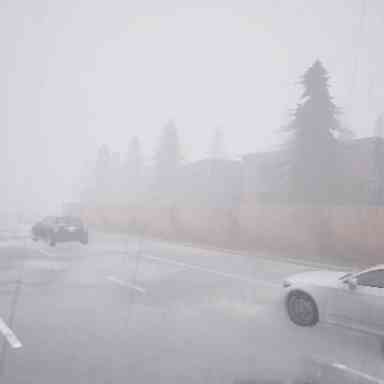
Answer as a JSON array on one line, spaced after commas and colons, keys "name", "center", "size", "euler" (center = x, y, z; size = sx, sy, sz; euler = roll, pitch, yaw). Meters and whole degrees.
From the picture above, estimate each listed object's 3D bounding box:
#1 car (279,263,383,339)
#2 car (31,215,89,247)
[{"name": "car", "center": [3.798, 1.910, 5.851], "size": [1.812, 1.442, 4.674], "euler": [4, -4, -40]}, {"name": "car", "center": [-7.887, 2.123, 19.653], "size": [2.097, 1.767, 4.553], "euler": [4, -4, -40]}]
